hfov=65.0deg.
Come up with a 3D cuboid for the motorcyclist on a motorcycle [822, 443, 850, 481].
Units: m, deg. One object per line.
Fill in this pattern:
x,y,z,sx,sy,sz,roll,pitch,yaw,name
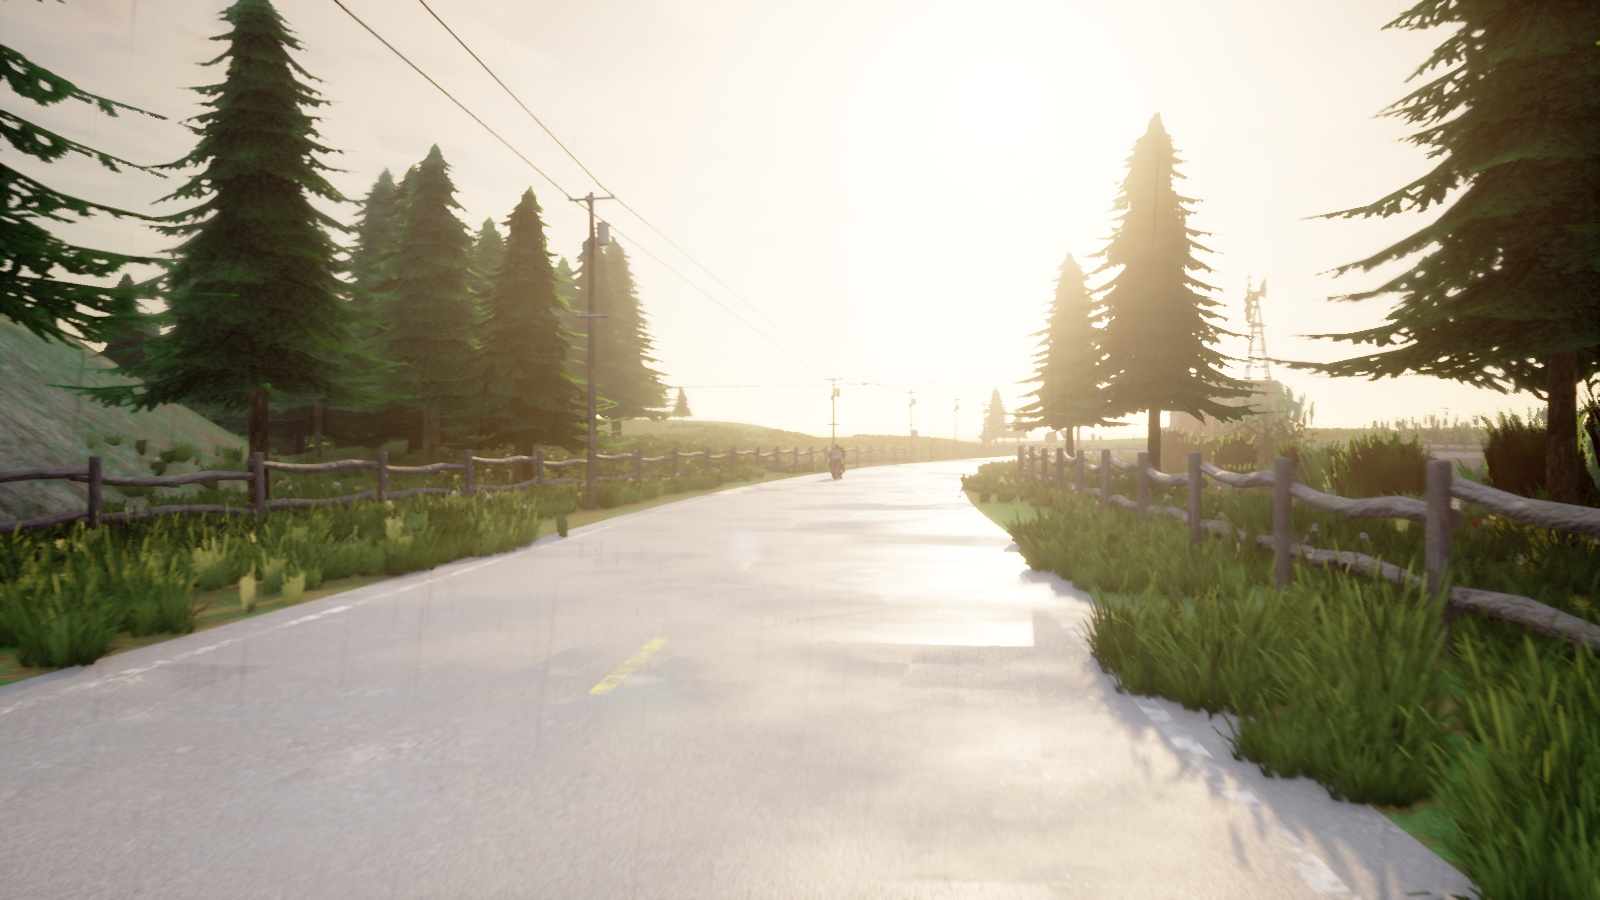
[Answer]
1.498,0.491,51.709,0.866,1.530,2.191,0,0,9,motorcyclist on a motorcycle
